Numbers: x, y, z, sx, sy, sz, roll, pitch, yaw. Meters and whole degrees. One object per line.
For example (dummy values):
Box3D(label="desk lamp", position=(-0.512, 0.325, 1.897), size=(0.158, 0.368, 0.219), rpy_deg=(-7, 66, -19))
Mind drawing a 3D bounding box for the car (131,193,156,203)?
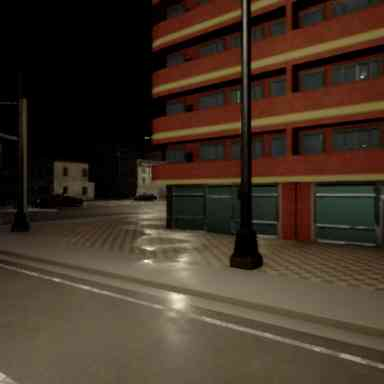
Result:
Box3D(label="car", position=(-8.331, 0.975, 56.876), size=(2.128, 1.511, 4.902), rpy_deg=(0, 1, 37))

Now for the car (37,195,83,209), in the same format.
Box3D(label="car", position=(-15.845, 1.260, 40.952), size=(1.882, 1.535, 5.008), rpy_deg=(0, 1, 37))

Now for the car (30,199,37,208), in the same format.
Box3D(label="car", position=(-18.534, 1.132, 43.199), size=(2.097, 1.767, 4.553), rpy_deg=(0, 1, 37))
